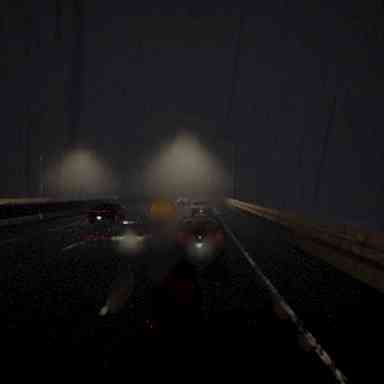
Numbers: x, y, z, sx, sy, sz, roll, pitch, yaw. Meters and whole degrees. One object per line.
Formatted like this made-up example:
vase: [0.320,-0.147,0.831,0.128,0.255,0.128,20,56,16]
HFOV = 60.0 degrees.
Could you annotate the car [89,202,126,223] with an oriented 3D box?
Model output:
car: [-6.344,1.521,25.370,1.837,1.490,4.892,0,0,2]

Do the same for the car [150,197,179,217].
car: [-2.635,1.506,31.912,1.882,1.535,5.008,0,0,2]

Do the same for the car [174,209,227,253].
car: [0.347,1.608,13.790,1.895,1.301,4.718,0,0,1]

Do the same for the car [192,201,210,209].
car: [0.983,1.637,35.226,1.895,1.301,4.718,0,0,2]

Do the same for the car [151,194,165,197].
car: [-5.303,1.289,53.020,2.150,2.045,5.566,0,0,3]

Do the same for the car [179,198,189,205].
car: [-1.543,1.684,58.416,1.895,1.301,4.718,0,0,3]
